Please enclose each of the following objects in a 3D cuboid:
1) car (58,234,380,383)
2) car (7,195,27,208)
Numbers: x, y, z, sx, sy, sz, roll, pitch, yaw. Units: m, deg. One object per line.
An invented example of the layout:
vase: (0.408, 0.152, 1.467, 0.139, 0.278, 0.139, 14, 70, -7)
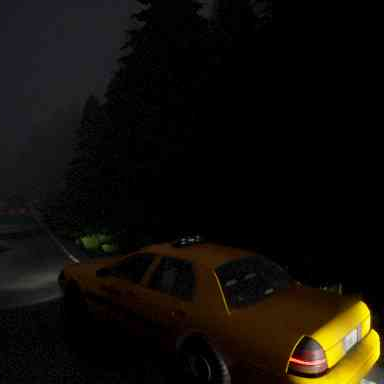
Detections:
car: (-0.249, 1.417, 5.097, 5.366, 1.575, 1.801, 1, 1, 44)
car: (-21.061, 1.057, 40.112, 2.128, 1.511, 4.902, -2, 2, -26)
